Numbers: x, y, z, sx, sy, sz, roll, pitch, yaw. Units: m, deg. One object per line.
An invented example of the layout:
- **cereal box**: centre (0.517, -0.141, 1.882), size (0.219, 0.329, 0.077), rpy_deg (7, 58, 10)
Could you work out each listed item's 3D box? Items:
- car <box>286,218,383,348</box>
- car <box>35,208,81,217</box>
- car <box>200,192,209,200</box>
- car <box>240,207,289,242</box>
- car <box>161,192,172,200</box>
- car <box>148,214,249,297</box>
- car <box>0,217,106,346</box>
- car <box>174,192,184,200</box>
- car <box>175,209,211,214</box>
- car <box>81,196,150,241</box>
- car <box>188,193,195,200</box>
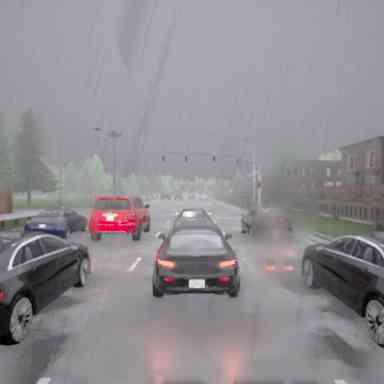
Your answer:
- **car**: centre (3.587, 1.483, 6.219), size (2.128, 1.511, 4.902), rpy_deg (0, 0, 0)
- **car**: centre (-6.930, 1.541, 17.405), size (1.994, 1.385, 4.181), rpy_deg (0, 0, 0)
- **car**: centre (3.408, 1.099, 89.911), size (2.150, 2.045, 5.566), rpy_deg (0, 0, 0)
- **car**: centre (3.566, 1.483, 16.360), size (1.837, 1.490, 4.892), rpy_deg (0, 0, 0)
- **car**: centre (-7.092, 1.099, 89.900), size (2.150, 2.045, 5.566), rpy_deg (0, 0, 0)
- **car**: centre (0.088, 1.515, 8.403), size (1.812, 1.442, 4.674), rpy_deg (0, 0, 0)
- **car**: centre (-3.415, 1.483, 6.320), size (2.128, 1.511, 4.902), rpy_deg (0, 0, 0)
- **car**: centre (-3.592, 1.099, 89.904), size (2.150, 2.045, 5.566), rpy_deg (0, 0, 0)
- **car**: centre (0.068, 1.541, 17.150), size (1.994, 1.385, 4.181), rpy_deg (0, 0, 0)
- **car**: centre (-3.430, 1.200, 16.630), size (2.150, 2.045, 5.566), rpy_deg (0, 0, 0)
- **car**: centre (-0.092, 1.414, 89.878), size (2.033, 1.411, 5.357), rpy_deg (0, 0, 0)
